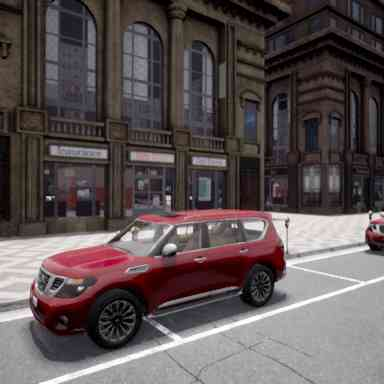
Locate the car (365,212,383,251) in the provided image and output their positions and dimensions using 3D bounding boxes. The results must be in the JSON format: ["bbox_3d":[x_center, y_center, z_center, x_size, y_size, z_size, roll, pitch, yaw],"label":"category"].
[{"bbox_3d":[8.807,1.315,12.959,5.009,1.841,2.192,0,0,-36],"label":"car"}]

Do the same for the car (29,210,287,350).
[{"bbox_3d":[-0.302,1.315,6.436,5.009,1.841,2.192,0,0,-36],"label":"car"}]
